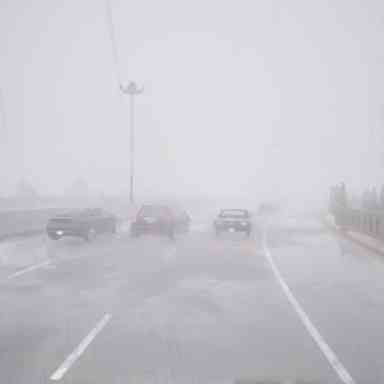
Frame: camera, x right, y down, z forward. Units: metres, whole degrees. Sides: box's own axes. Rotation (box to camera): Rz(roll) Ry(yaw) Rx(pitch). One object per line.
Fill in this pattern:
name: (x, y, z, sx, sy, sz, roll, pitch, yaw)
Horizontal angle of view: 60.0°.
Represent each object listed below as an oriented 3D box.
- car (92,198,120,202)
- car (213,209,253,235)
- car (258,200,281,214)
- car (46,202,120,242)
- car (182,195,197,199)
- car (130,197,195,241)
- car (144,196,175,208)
car: (-11.449, 1.456, 43.243, 2.033, 1.411, 5.357, 0, 0, 25)
car: (2.455, 1.595, 18.712, 1.895, 1.301, 4.718, 0, 0, 13)
car: (8.295, 1.530, 35.496, 1.812, 1.442, 4.674, 0, 0, 24)
car: (-5.137, 1.466, 16.393, 1.837, 1.490, 4.892, 0, 0, 10)
car: (-0.748, 1.303, 48.759, 2.097, 1.767, 4.553, 0, 0, 30)
car: (-1.446, 1.330, 16.947, 2.097, 1.767, 4.553, 0, 0, 11)
car: (-4.656, 1.427, 48.933, 2.128, 1.511, 4.902, 0, 0, 29)
